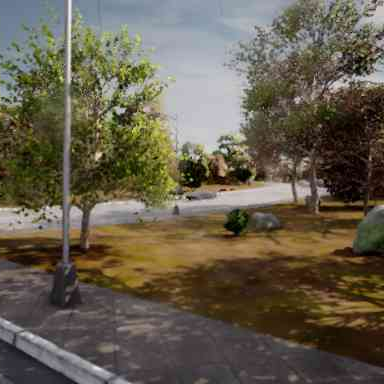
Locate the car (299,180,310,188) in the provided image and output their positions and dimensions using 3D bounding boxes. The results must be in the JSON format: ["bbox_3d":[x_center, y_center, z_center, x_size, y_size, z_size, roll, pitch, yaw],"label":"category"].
[{"bbox_3d":[27.412,-1.785,79.688,1.812,1.442,4.674,1,3,13],"label":"car"}]

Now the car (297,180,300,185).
[{"bbox_3d":[29.566,-2.487,89.585,1.812,1.442,4.674,1,3,3],"label":"car"}]

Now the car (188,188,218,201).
[{"bbox_3d":[1.315,0.371,45.170,2.033,1.411,5.357,1,3,39],"label":"car"}]

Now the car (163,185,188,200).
[{"bbox_3d":[-3.480,0.140,44.758,2.150,2.045,5.566,1,3,38],"label":"car"}]

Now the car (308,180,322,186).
[{"bbox_3d":[33.044,-2.440,89.189,2.128,1.511,4.902,1,3,3],"label":"car"}]

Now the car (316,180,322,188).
[{"bbox_3d":[30.952,-1.699,79.388,1.895,1.301,4.718,1,3,13],"label":"car"}]
